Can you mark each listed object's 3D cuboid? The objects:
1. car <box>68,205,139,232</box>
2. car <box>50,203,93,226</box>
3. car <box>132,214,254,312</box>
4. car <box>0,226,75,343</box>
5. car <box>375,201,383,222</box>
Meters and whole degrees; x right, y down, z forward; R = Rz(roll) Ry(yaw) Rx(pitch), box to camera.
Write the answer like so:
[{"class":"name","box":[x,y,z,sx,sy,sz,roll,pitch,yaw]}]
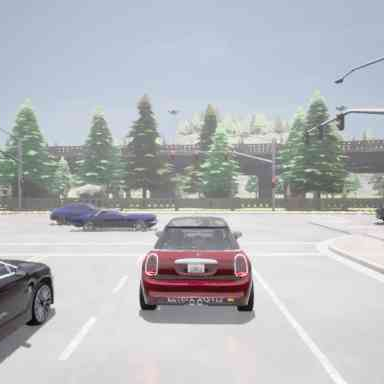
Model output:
[{"class":"car","box":[-4.360,1.581,19.289,4.718,1.301,1.895,0,0,1]},{"class":"car","box":[-7.276,1.497,22.832,4.674,1.442,1.812,0,0,1]},{"class":"car","box":[0.149,1.352,7.922,2.097,1.767,4.553,0,0,2]},{"class":"car","box":[-3.432,1.492,4.172,2.128,1.511,4.902,0,0,0]},{"class":"car","box":[15.079,1.449,22.515,4.892,1.490,1.837,0,0,1]}]
